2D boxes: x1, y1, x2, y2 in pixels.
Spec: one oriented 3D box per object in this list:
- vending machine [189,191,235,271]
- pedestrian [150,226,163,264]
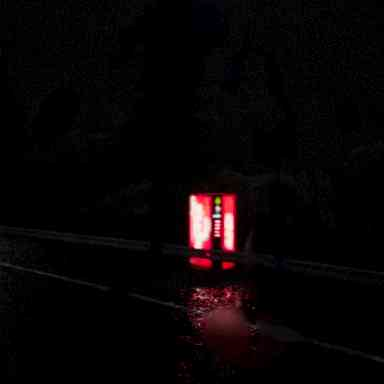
[{"bbox_3d":[0.576,1.039,9.569,0.880,2.100,1.100,1,1,34],"label":"vending machine"},{"bbox_3d":[-0.998,1.515,9.682,0.500,1.100,0.500,1,1,34],"label":"pedestrian"}]
